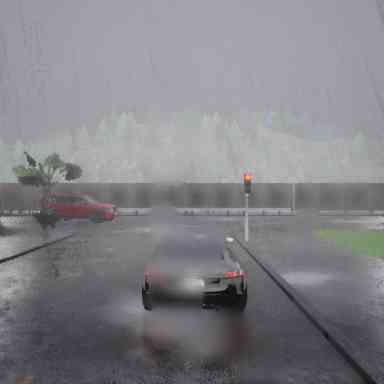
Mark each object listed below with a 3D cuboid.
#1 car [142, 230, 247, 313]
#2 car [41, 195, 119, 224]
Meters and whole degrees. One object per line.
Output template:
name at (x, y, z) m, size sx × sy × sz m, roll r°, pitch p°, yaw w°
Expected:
car at (0.053, 1.564, 7.771) m, size 1.994 × 1.385 × 4.181 m, roll 0°, pitch 0°, yaw 0°
car at (-8.200, 1.222, 24.441) m, size 5.566 × 2.045 × 2.150 m, roll 0°, pitch 0°, yaw 10°
